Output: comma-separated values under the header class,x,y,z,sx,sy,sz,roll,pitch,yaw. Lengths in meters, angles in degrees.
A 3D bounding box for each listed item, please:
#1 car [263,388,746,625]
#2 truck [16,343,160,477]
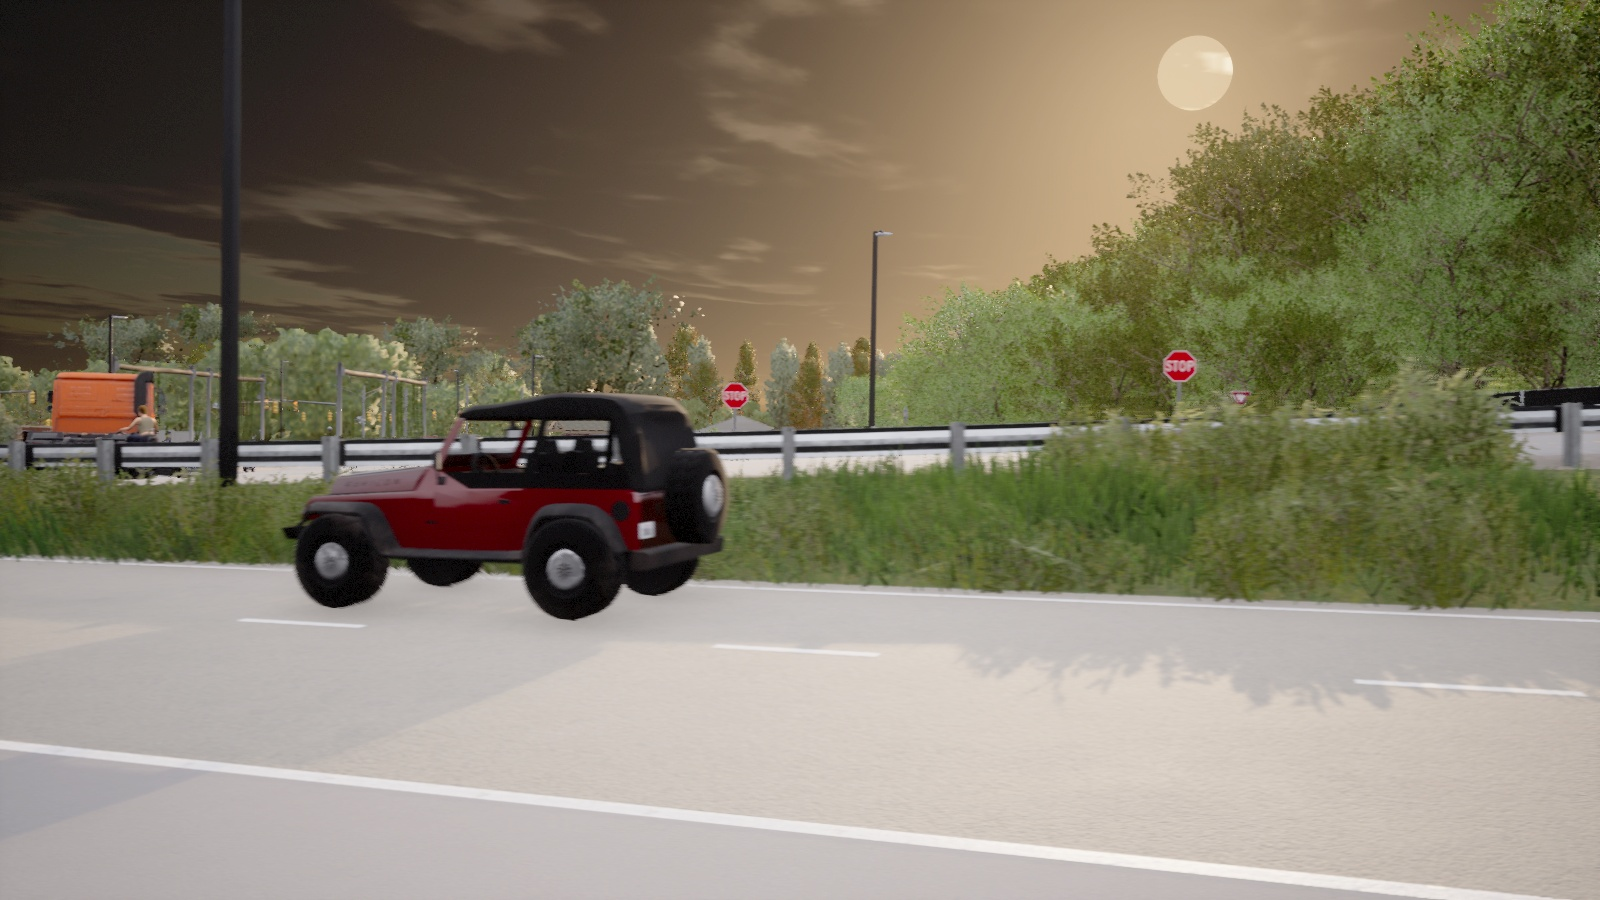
class,x,y,z,sx,sy,sz,roll,pitch,yaw
car,-2.640,0.417,11.464,3.866,1.878,1.905,1,1,19
truck,-20.873,-0.962,37.225,2.891,3.462,7.936,1,-2,-24
